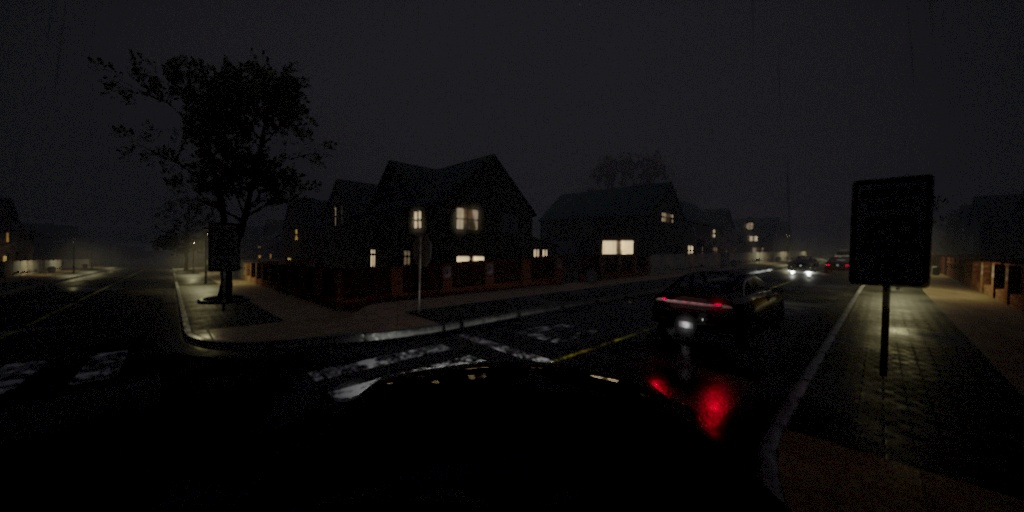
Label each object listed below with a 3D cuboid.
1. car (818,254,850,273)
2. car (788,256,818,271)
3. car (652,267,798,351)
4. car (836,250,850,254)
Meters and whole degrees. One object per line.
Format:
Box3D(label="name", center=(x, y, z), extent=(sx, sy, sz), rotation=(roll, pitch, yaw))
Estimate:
Box3D(label="car", center=(28.683, 0.788, 31.308), extent=(5.357, 1.411, 2.033), rotation=(-1, 2, -43))
Box3D(label="car", center=(28.636, 0.696, 35.169), extent=(4.181, 1.385, 1.994), rotation=(-1, 2, -44))
Box3D(label="car", center=(5.185, 1.121, 8.769), extent=(4.902, 1.511, 2.128), rotation=(-1, 2, -44))
Box3D(label="car", center=(36.268, 0.332, 38.640), extent=(5.566, 2.045, 2.150), rotation=(-1, 2, -43))
